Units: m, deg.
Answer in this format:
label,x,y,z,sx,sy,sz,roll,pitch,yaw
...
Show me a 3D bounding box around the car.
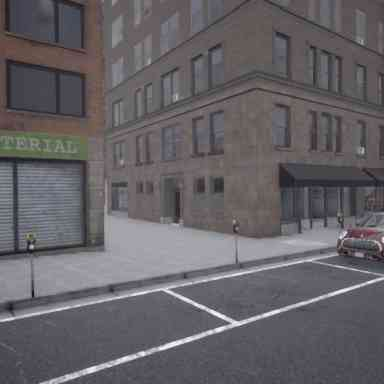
label,x,y,z,sx,sy,sz,roll,pitch,yaw
car,6.841,1.438,11.555,4.097,1.590,1.967,0,-1,-36
